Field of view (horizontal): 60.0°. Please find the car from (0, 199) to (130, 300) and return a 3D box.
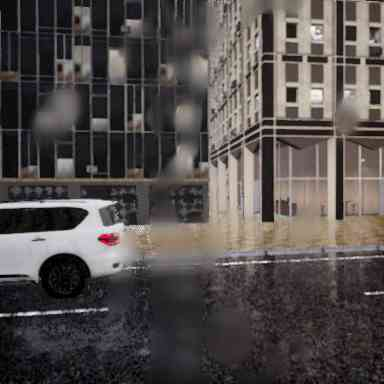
[{"bbox_3d":[-4.283,1.235,7.724,5.566,2.045,2.150,-1,1,-7],"label":"car"}]
